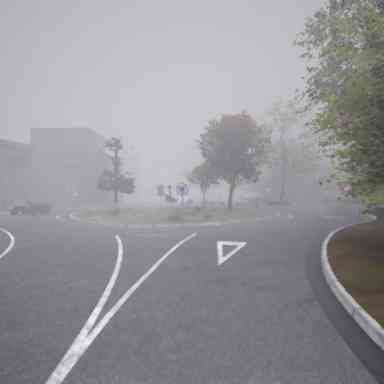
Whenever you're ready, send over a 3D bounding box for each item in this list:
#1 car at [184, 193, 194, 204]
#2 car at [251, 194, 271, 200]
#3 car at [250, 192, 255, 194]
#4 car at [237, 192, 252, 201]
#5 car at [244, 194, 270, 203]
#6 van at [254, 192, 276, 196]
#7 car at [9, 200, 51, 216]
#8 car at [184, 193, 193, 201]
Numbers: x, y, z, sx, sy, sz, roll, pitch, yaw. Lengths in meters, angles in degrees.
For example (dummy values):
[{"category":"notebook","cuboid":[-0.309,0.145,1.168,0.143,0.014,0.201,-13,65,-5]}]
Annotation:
[{"category":"car","cuboid":[-0.840,1.402,59.532,1.812,1.442,4.674,0,0,-1]},{"category":"car","cuboid":[18.325,1.401,88.295,4.792,1.488,2.163,0,1,1]},{"category":"car","cuboid":[18.058,1.422,85.525,5.366,1.575,1.946,0,1,1]},{"category":"car","cuboid":[13.120,1.498,83.498,1.812,1.442,4.674,0,1,1]},{"category":"car","cuboid":[13.717,1.694,70.182,1.895,1.301,4.718,1,-1,-26]},{"category":"van","cuboid":[18.023,1.308,79.971,4.442,1.987,1.878,0,1,1]},{"category":"car","cuboid":[-14.358,1.387,29.735,1.895,1.301,4.718,0,0,-3]},{"category":"car","cuboid":[-0.780,1.174,77.904,2.097,1.767,4.553,0,0,1]}]
